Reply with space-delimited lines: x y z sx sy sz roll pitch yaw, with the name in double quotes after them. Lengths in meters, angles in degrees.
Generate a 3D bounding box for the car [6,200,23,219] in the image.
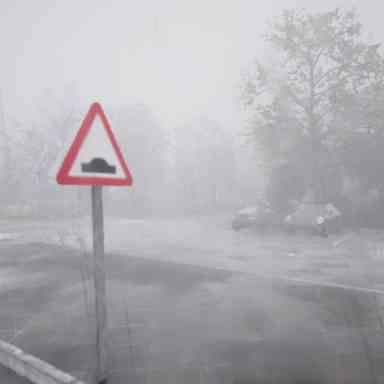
-15.228 1.829 33.450 1.946 1.575 5.366 -2 -1 35 "car"

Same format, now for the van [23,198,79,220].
-13.120 1.541 31.600 1.878 1.987 4.442 -2 -1 35 "van"

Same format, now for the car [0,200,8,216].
-17.404 1.898 34.980 1.946 1.575 5.366 -2 -1 35 "car"

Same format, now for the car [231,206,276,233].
3.948 1.536 19.716 2.002 1.452 4.674 0 0 35 "car"

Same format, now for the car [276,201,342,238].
6.568 1.349 17.931 2.185 1.767 4.553 0 0 35 "car"
